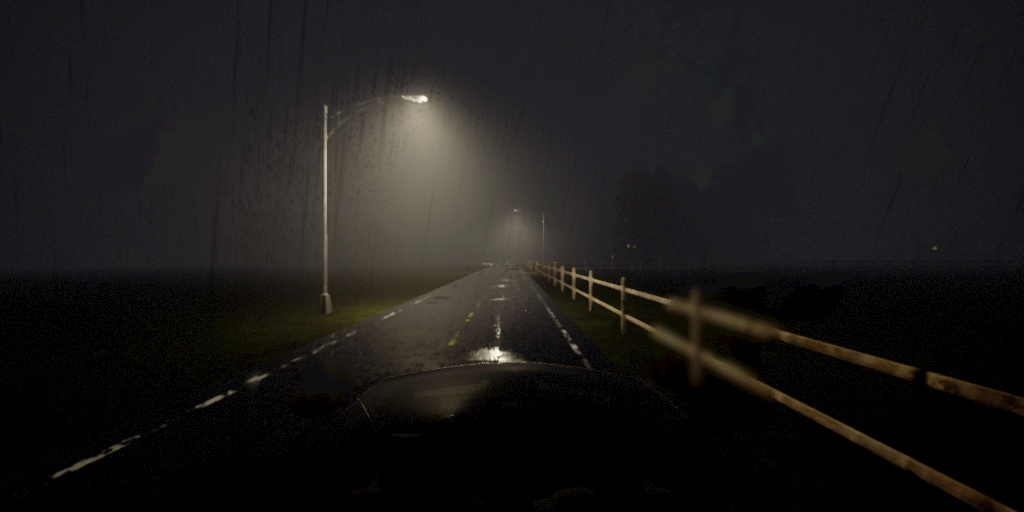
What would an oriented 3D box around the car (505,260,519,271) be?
[{"bbox_3d":[-0.022,1.328,50.807,2.128,1.511,4.902,0,0,0],"label":"car"}]
